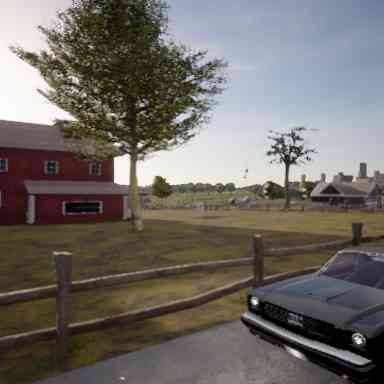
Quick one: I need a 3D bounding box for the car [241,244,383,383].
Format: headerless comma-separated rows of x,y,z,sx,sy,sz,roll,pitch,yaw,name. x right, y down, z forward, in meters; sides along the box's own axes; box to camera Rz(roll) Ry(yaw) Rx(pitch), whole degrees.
3.022,1.593,5.225,4.718,1.301,1.895,0,0,-35,car
